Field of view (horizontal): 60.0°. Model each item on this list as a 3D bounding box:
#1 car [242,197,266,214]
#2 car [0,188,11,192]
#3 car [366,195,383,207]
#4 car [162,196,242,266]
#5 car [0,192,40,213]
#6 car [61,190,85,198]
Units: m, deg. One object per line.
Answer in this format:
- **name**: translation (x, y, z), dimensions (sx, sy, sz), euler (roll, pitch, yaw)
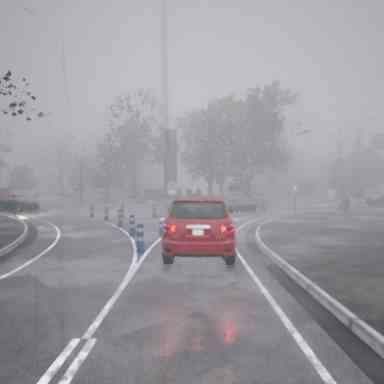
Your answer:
- **car**: translation (4.070, 1.132, 29.040), dimensions (4.902, 1.511, 2.128), euler (-1, 2, -19)
- **car**: translation (-26.173, 0.473, 44.868), dimensions (2.150, 2.045, 5.566), euler (-1, 1, -10)
- **car**: translation (22.108, 1.049, 37.522), dimensions (4.674, 1.442, 1.812), euler (2, 1, -1)
- **car**: translation (0.281, 1.159, 11.538), dimensions (2.150, 2.045, 5.566), euler (0, 0, 3)
- **car**: translation (-16.209, 1.070, 31.026), dimensions (5.008, 1.535, 1.882), euler (1, 2, 35)
- **car**: translation (-22.486, 0.372, 62.958), dimensions (1.994, 1.385, 4.181), euler (1, 2, 36)
